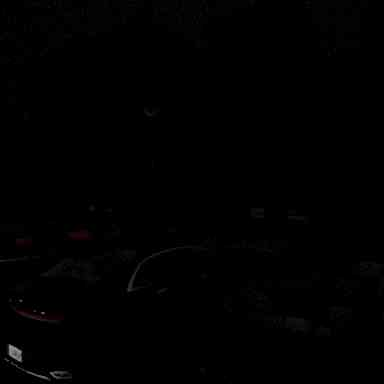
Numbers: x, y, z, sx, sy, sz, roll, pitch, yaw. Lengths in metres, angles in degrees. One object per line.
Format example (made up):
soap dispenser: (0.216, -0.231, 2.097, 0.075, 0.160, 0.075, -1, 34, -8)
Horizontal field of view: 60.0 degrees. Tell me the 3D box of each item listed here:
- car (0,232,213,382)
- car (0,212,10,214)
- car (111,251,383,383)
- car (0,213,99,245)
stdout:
car: (-0.553, 1.520, 5.657, 2.231, 1.521, 4.892, -1, 0, 36)
car: (-5.021, 1.456, 8.891, 2.185, 1.767, 4.553, -1, 0, 36)
car: (1.692, 1.490, 4.055, 2.231, 1.521, 4.892, -1, 0, 36)
car: (-2.812, 1.424, 7.239, 2.185, 1.767, 4.553, -1, 0, 36)
